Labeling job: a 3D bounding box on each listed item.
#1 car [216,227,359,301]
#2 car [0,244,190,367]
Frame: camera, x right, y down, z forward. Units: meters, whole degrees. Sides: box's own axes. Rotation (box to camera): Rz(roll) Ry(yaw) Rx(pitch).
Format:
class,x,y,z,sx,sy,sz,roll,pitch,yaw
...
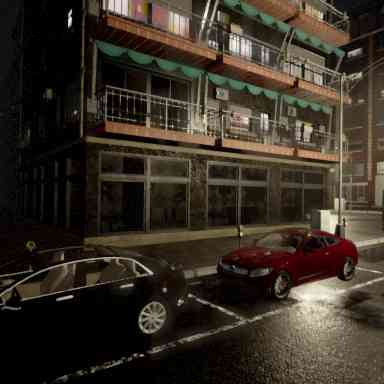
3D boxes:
class,x,y,z,sx,sy,sz,roll,pitch,yaw
car,2.536,1.584,8.324,4.206,1.307,1.802,0,1,-36
car,-2.087,1.551,5.014,4.403,1.369,2.008,0,1,-36
